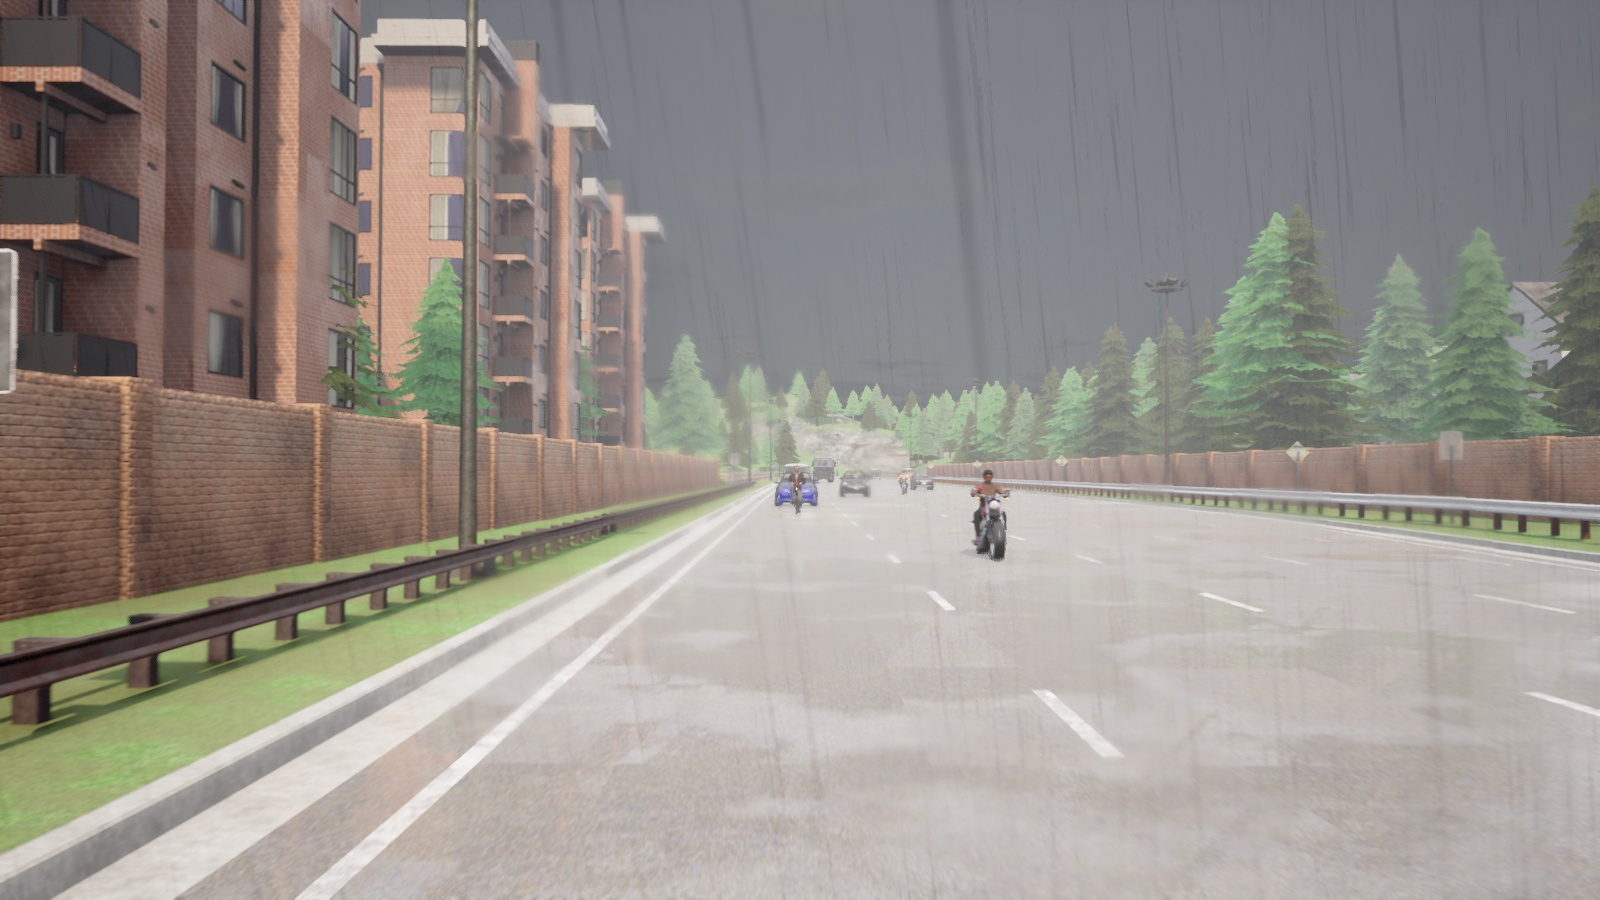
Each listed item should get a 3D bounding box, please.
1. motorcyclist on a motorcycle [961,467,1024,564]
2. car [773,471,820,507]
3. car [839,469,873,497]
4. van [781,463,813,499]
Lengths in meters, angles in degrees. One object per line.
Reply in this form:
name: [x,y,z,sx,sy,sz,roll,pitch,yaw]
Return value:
motorcyclist on a motorcycle: [3.445,1.130,22.640,0.766,1.649,2.350,0,-1,0]
car: [-0.136,1.699,55.958,2.007,1.525,4.514,0,-1,0]
car: [3.318,1.952,74.843,1.851,1.617,3.988,0,-1,0]
van: [-0.178,1.786,72.733,1.775,1.987,4.442,0,-1,0]
